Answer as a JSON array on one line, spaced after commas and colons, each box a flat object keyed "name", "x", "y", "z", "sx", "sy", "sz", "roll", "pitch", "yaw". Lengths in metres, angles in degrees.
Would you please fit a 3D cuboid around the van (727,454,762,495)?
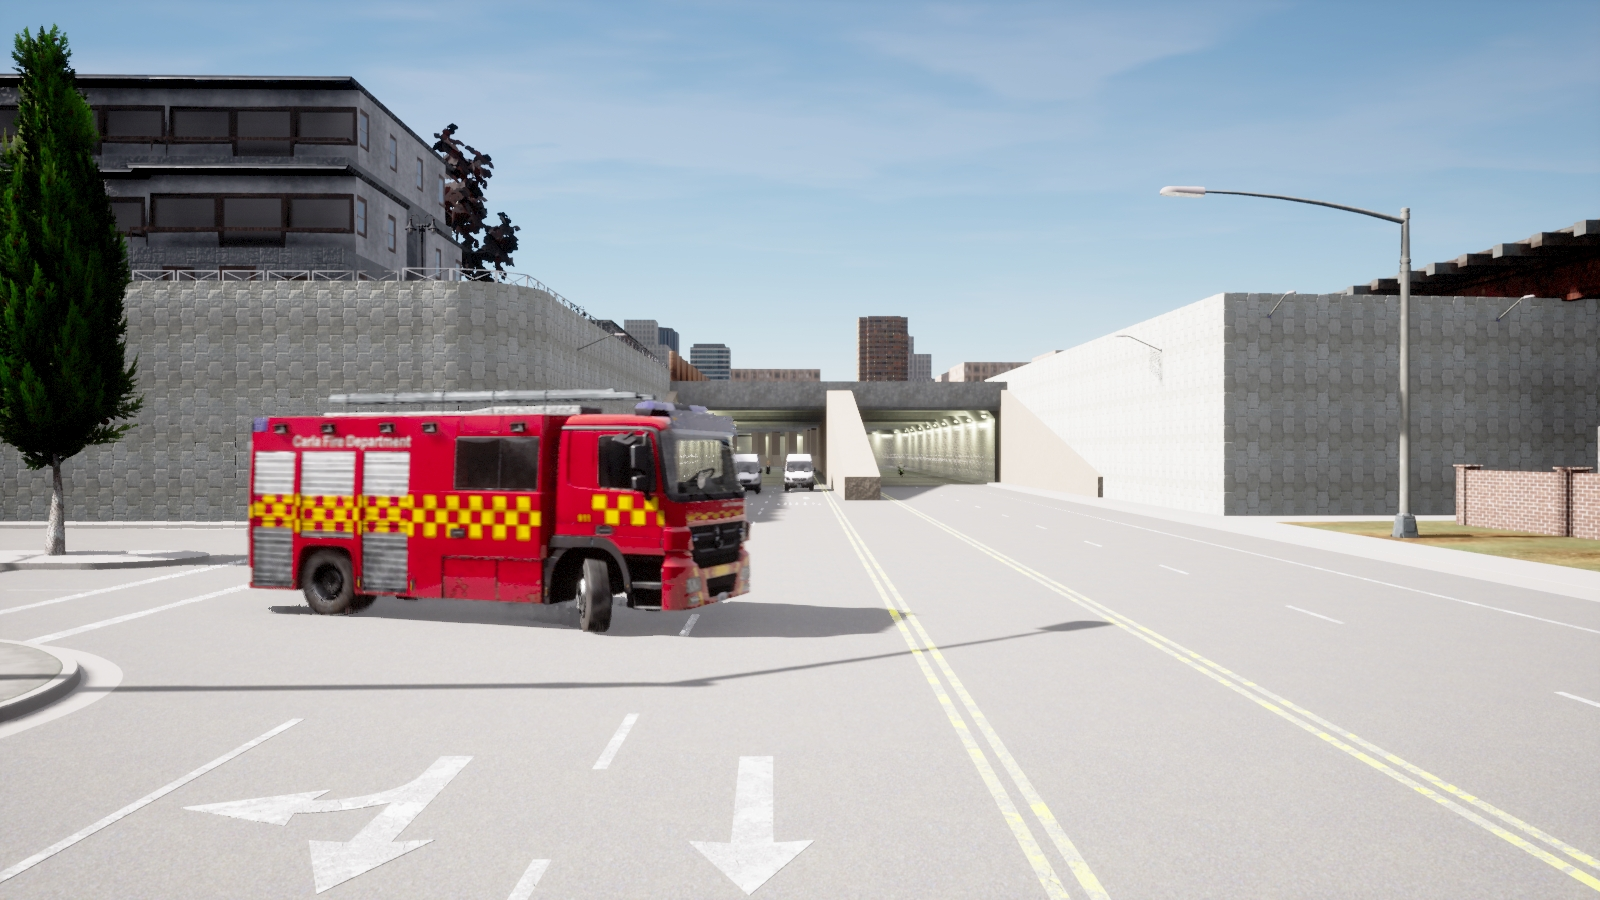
[{"name": "van", "x": -3.557, "y": 1.534, "z": 74.308, "sx": 1.988, "sy": 2.561, "sz": 5.915, "roll": 0, "pitch": 0, "yaw": 0}]

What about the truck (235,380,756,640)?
[{"name": "truck", "x": -5.229, "y": 0.890, "z": 19.591, "sx": 8.468, "sy": 3.827, "sz": 2.891, "roll": 0, "pitch": -1, "yaw": 20}]
